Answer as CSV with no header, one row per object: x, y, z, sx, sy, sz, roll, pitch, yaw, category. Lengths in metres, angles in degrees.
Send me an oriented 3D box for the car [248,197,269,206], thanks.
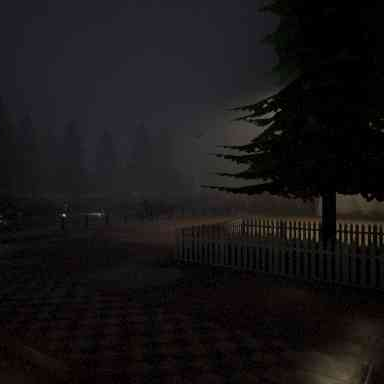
11.540,1.564,57.825,1.994,1.385,4.181,0,0,36,car

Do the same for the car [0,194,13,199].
-18.147,1.222,28.558,2.150,2.045,5.566,0,0,35,car

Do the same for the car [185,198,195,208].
-1.646,1.547,45.649,2.033,1.411,5.357,0,0,36,car

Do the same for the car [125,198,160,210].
-6.601,1.526,44.746,1.812,1.442,4.674,0,0,36,car

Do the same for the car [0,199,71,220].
-13.660,1.547,28.824,2.033,1.411,5.357,0,0,35,car

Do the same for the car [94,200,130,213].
-7.815,1.547,37.020,2.033,1.411,5.357,0,0,35,car

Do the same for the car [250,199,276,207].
11.087,1.222,51.141,2.150,2.045,5.566,0,0,35,car

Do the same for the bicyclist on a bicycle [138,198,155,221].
-3.355,1.302,24.356,1.656,1.620,0.582,0,0,35,bicyclist on a bicycle

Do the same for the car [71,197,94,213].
-12.546,1.352,36.412,2.097,1.767,4.553,0,0,36,car

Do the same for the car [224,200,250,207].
6.661,1.564,50.980,1.994,1.385,4.181,0,0,37,car

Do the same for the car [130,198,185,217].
-3.137,1.505,31.184,1.837,1.490,4.892,0,0,35,car
